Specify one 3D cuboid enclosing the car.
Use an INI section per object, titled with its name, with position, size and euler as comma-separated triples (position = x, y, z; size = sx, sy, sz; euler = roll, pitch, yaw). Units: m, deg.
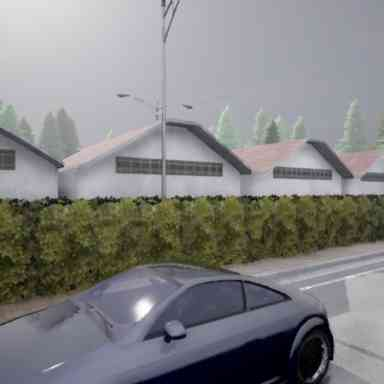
[car]
position = -0.299, 1.563, 3.774
size = 4.181, 1.385, 1.994
euler = 0, 0, -34
